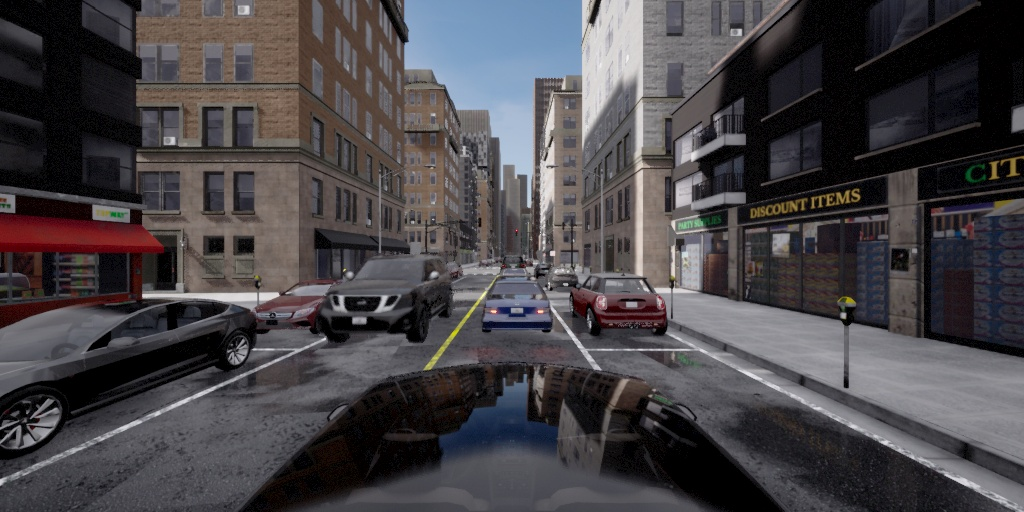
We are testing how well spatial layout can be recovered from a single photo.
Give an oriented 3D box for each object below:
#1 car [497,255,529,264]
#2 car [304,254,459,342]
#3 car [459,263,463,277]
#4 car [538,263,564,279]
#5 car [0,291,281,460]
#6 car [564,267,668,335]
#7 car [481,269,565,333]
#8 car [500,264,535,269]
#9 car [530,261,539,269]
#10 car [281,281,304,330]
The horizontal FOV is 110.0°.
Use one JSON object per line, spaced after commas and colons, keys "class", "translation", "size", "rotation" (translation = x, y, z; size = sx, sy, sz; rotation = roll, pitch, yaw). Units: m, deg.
{"class": "car", "translation": [0.078, 0.975, 31.273], "size": [2.150, 2.045, 5.566], "rotation": [0, 0, -1]}
{"class": "car", "translation": [-3.093, 0.971, 10.100], "size": [2.150, 2.045, 5.566], "rotation": [0, 0, 1]}
{"class": "car", "translation": [-5.597, 1.193, 32.547], "size": [1.967, 1.591, 4.097], "rotation": [0, 0, 0]}
{"class": "car", "translation": [2.902, 1.301, 21.523], "size": [2.007, 1.370, 4.403], "rotation": [0, 0, 0]}
{"class": "car", "translation": [-5.664, 1.316, 5.040], "size": [1.948, 1.339, 4.313], "rotation": [0, 0, 0]}
{"class": "car", "translation": [2.875, 1.190, 10.520], "size": [1.967, 1.591, 4.097], "rotation": [0, 0, 0]}
{"class": "car", "translation": [0.121, 1.297, 10.736], "size": [2.033, 1.411, 5.357], "rotation": [0, 0, 0]}
{"class": "car", "translation": [0.145, 1.352, 21.241], "size": [1.895, 1.301, 4.718], "rotation": [0, 0, 0]}
{"class": "car", "translation": [2.929, 1.319, 32.526], "size": [1.948, 1.339, 4.313], "rotation": [0, 0, 0]}
{"class": "car", "translation": [-5.650, 1.332, 10.542], "size": [1.802, 1.307, 4.207], "rotation": [0, 0, 0]}
